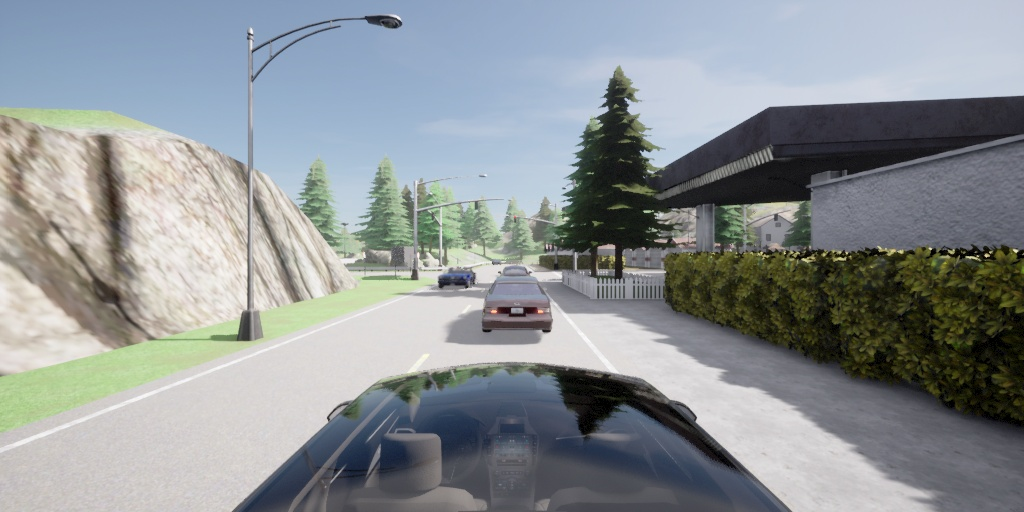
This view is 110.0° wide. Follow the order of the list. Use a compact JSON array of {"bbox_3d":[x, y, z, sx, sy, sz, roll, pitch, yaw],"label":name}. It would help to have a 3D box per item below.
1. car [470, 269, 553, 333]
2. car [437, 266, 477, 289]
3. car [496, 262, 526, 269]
[{"bbox_3d":[0.132,1.297,10.746,2.033,1.411,5.357,0,0,0],"label":"car"},{"bbox_3d":[-3.437,1.351,23.052,1.895,1.301,4.718,0,0,1],"label":"car"},{"bbox_3d":[0.174,1.276,20.332,1.812,1.442,4.674,0,0,0],"label":"car"}]
